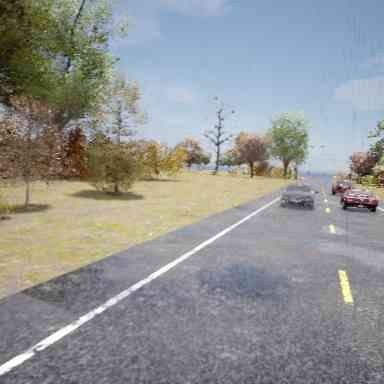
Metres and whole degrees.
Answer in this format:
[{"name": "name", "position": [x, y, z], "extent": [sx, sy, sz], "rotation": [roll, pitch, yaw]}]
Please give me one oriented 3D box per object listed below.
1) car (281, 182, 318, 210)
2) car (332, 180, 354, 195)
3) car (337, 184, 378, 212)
[{"name": "car", "position": [6.835, 0.186, 21.162], "extent": [1.837, 1.490, 4.892], "rotation": [5, 5, 21]}, {"name": "car", "position": [16.289, -0.537, 35.851], "extent": [2.097, 1.767, 4.553], "rotation": [5, 5, 21]}, {"name": "car", "position": [11.023, 0.466, 22.155], "extent": [1.895, 1.301, 4.718], "rotation": [5, 5, 21]}]
